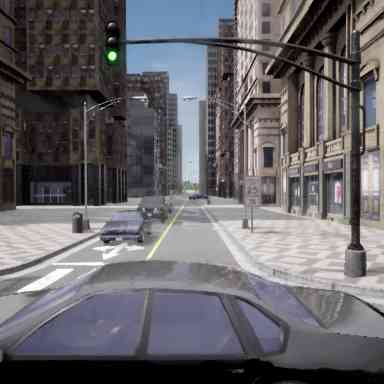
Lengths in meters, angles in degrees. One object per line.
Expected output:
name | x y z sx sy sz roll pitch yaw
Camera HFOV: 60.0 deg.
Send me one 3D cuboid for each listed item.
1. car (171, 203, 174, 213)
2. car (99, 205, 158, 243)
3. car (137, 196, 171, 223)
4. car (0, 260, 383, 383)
car | -3.127 1.669 37.376 1.812 1.442 4.674 0 0 0
car | -3.124 1.634 16.826 2.033 1.411 5.357 0 0 0
car | -3.132 1.336 27.045 2.150 2.045 5.566 0 0 -1
car | -0.535 1.524 3.585 5.357 1.411 2.033 0 1 0
